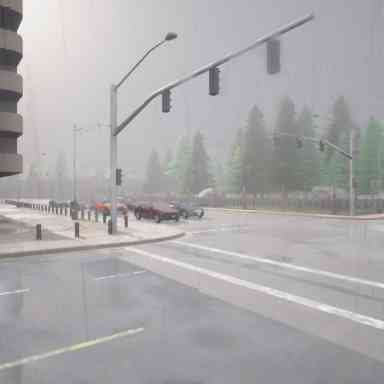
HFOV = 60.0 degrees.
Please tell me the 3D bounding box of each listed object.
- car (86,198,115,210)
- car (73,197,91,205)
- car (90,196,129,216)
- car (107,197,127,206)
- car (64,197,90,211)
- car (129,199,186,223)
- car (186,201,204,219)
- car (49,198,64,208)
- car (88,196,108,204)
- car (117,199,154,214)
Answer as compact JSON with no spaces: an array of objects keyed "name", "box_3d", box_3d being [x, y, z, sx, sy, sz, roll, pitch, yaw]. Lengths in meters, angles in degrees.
[{"name":"car","box_3d":[-12.552,1.603,45.580,2.033,1.411,5.357,0,0,-36]},{"name":"car","box_3d":[-20.807,1.656,62.957,1.895,1.301,4.718,0,0,-36]},{"name":"car","box_3d":[-8.320,1.407,33.947,2.097,1.767,4.553,0,0,-36]},{"name":"car","box_3d":[-13.227,1.581,58.610,1.812,1.442,4.674,0,0,-36]},{"name":"car","box_3d":[-13.748,1.547,41.307,2.128,1.511,4.902,0,0,-36]},{"name":"car","box_3d":[-2.851,1.533,26.553,1.882,1.535,5.008,0,0,-36]},{"name":"car","box_3d":[-0.867,1.547,29.758,2.128,1.511,4.902,0,0,-36]},{"name":"car","box_3d":[-20.021,1.603,49.856,2.033,1.411,5.357,0,0,-36]},{"name":"car","box_3d":[-18.740,1.547,66.049,2.128,1.511,4.902,0,0,-36]},{"name":"car","box_3d":[-6.385,1.547,37.224,2.128,1.511,4.902,0,0,-36]}]
